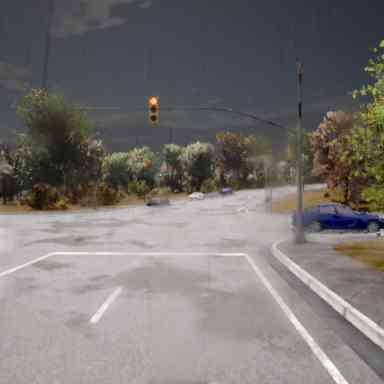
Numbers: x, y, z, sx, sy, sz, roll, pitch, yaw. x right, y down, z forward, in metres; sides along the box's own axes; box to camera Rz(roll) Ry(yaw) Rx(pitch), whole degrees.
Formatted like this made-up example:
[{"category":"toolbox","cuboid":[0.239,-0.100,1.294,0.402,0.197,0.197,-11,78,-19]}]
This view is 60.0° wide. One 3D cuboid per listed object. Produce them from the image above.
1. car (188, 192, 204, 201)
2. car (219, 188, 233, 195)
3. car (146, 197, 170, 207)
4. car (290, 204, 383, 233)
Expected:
[{"category":"car","cuboid":[0.842,0.790,63.296,1.812,1.442,4.674,0,3,24]},{"category":"car","cuboid":[7.854,-0.167,76.809,1.882,1.535,5.008,0,4,30]},{"category":"car","cuboid":[-4.829,1.397,48.128,2.033,1.411,5.357,0,1,17]},{"category":"car","cuboid":[8.162,1.462,18.850,5.008,1.535,1.882,0,0,3]}]
